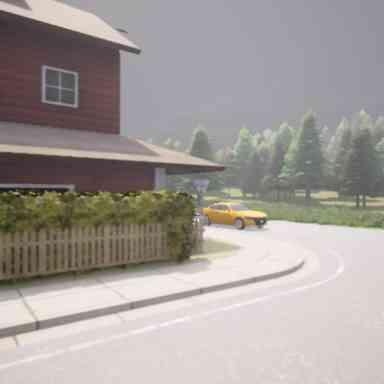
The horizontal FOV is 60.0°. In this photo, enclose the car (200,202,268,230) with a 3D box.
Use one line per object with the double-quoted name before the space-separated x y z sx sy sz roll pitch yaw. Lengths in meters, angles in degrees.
"car" 2.504 1.410 20.822 1.882 1.535 5.008 0 0 -35
